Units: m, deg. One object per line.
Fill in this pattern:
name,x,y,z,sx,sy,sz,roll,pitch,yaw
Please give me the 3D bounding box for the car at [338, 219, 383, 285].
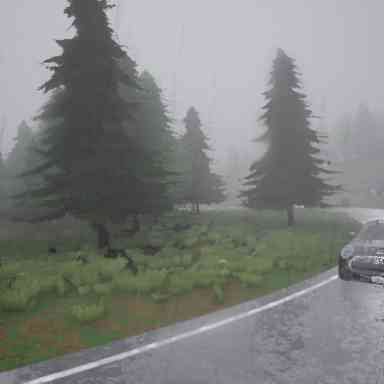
car,5.994,1.643,10.051,2.097,1.767,4.553,-2,-3,37
